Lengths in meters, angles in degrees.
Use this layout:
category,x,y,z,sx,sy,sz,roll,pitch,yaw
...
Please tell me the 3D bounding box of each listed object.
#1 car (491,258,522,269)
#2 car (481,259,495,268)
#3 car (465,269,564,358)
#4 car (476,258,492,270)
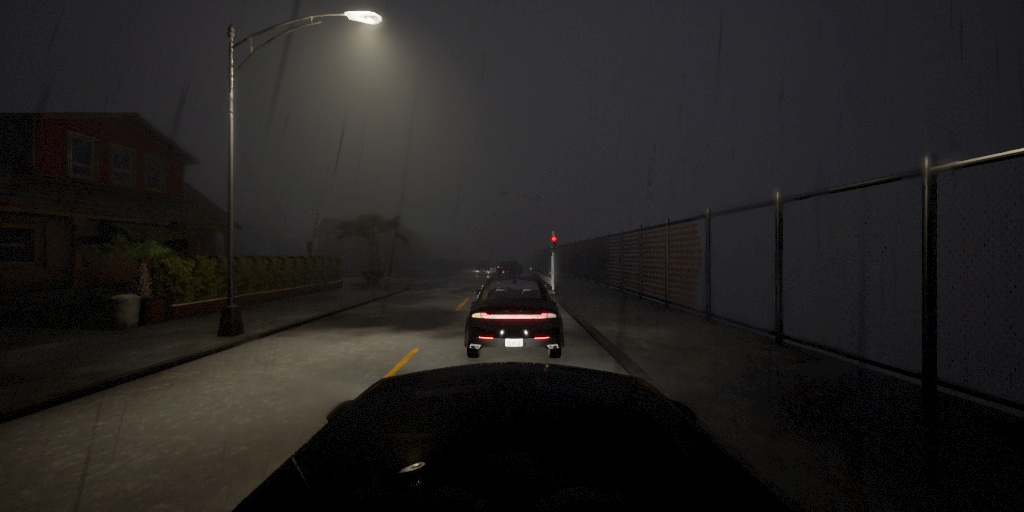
category,x,y,z,sx,sy,sz,roll,pitch,yaw
car,-0.210,1.256,36.471,1.837,1.490,4.892,2,1,14
car,-4.072,1.297,61.697,2.033,1.411,5.357,0,0,0
car,0.055,1.242,8.445,2.128,1.511,4.902,0,0,0
car,-4.092,1.255,51.831,1.837,1.490,4.892,0,0,0
